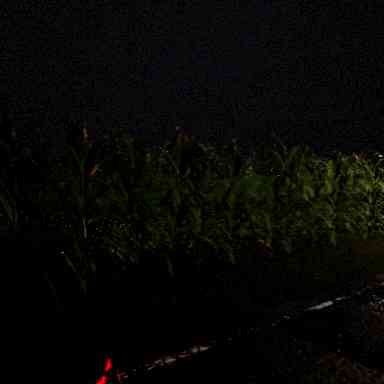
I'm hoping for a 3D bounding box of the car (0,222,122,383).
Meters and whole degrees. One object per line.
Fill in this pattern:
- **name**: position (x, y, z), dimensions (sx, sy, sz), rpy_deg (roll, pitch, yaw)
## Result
- **car**: position (-2.954, 1.239, 0.964), dimensions (5.566, 2.045, 2.150), rpy_deg (-1, 0, -35)
